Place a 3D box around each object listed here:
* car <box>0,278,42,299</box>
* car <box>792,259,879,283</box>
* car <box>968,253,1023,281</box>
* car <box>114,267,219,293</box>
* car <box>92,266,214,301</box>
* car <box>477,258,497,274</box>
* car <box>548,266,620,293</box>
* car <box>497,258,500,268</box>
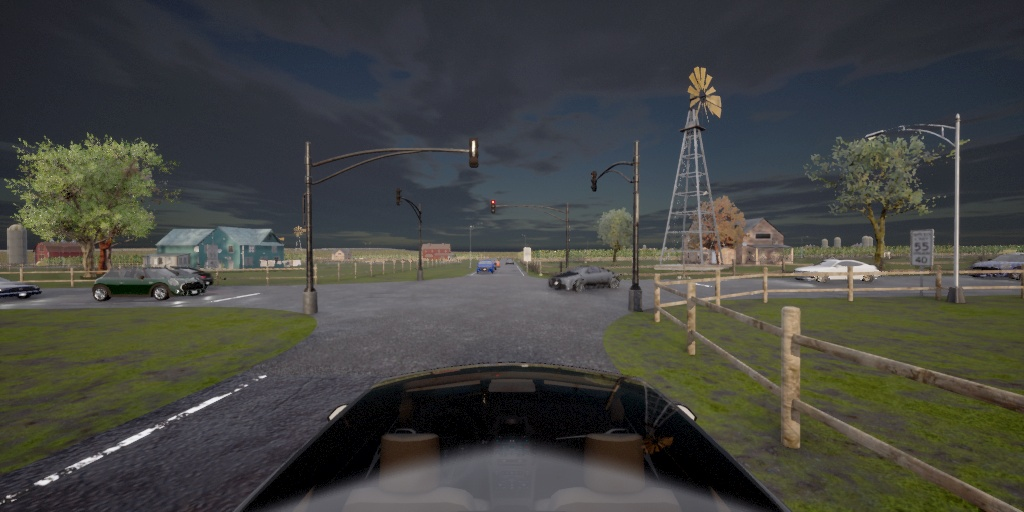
[{"bbox_3d":[-28.695,1.697,19.056,5.357,1.411,2.033,-1,1,0],"label":"car"},{"bbox_3d":[20.663,0.938,22.988,4.674,1.442,1.812,-1,1,0],"label":"car"},{"bbox_3d":[32.520,0.609,23.035,4.553,1.767,2.097,-1,1,0],"label":"car"},{"bbox_3d":[-21.821,1.492,22.788,4.892,1.490,1.837,0,1,0],"label":"car"},{"bbox_3d":[-19.177,1.372,19.100,4.553,1.767,2.097,-1,1,0],"label":"car"},{"bbox_3d":[-3.049,1.222,41.974,1.882,1.535,5.008,0,0,-1],"label":"car"},{"bbox_3d":[4.104,1.245,20.382,4.181,1.385,1.994,-1,1,-30],"label":"car"},{"bbox_3d":[-3.120,1.293,51.878,2.033,1.411,5.357,0,0,-1],"label":"car"}]
